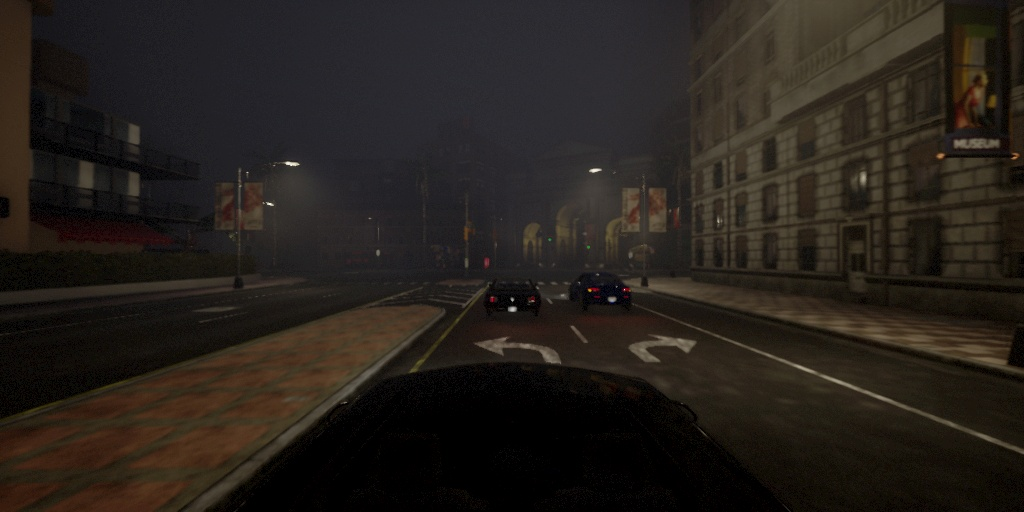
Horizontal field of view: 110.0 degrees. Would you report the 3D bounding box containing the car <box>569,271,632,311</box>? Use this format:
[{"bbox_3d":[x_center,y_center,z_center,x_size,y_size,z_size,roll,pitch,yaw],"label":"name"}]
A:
[{"bbox_3d":[3.554,1.365,14.942,1.812,1.442,4.674,0,0,1],"label":"car"}]

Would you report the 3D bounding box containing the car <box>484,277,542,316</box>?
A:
[{"bbox_3d":[0.040,1.432,13.689,1.895,1.301,4.718,0,0,1],"label":"car"}]
